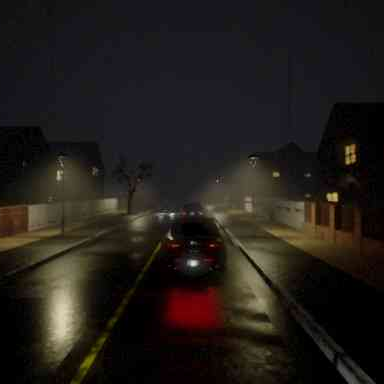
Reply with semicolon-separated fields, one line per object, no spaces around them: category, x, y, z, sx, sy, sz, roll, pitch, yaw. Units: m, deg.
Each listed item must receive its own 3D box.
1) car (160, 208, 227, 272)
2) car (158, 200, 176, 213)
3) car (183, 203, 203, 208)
car;0.063;1.515;10.778;1.837;1.490;4.892;0;1;1
car;-2.839;1.606;38.651;2.033;1.411;5.357;0;0;0
car;0.066;1.577;25.934;2.033;1.411;5.357;0;0;0
